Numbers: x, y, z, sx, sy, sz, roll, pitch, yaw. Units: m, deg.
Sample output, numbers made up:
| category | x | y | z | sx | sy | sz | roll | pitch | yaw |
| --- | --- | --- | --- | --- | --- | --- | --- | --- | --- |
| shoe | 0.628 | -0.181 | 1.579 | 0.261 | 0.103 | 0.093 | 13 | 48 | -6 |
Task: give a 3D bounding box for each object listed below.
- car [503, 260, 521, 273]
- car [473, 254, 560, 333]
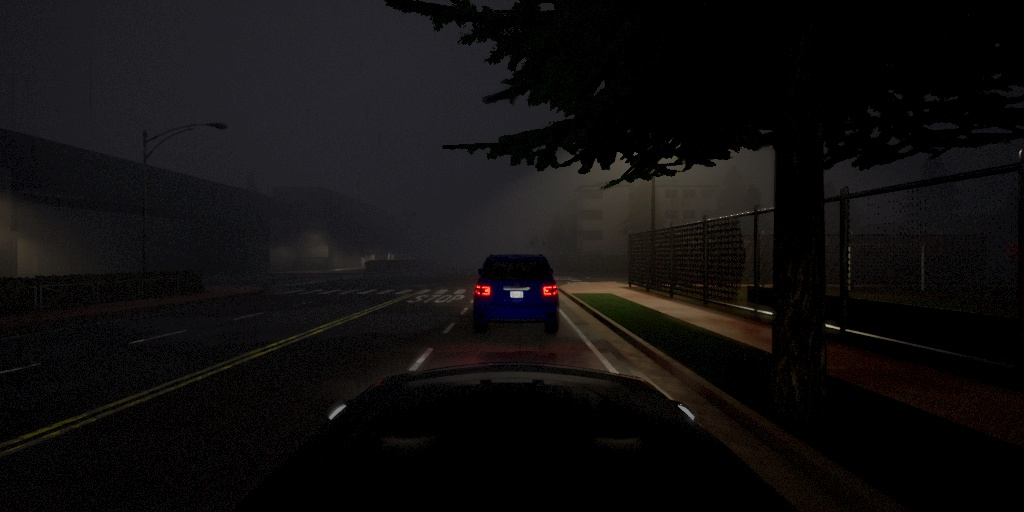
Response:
| category | x | y | z | sx | sy | sz | roll | pitch | yaw |
| --- | --- | --- | --- | --- | --- | --- | --- | --- | --- |
| car | 0.010 | 1.242 | 45.734 | 2.128 | 1.511 | 4.902 | 0 | 0 | 0 |
| car | 0.112 | 0.972 | 10.878 | 2.150 | 2.045 | 5.566 | 0 | 0 | 0 |
